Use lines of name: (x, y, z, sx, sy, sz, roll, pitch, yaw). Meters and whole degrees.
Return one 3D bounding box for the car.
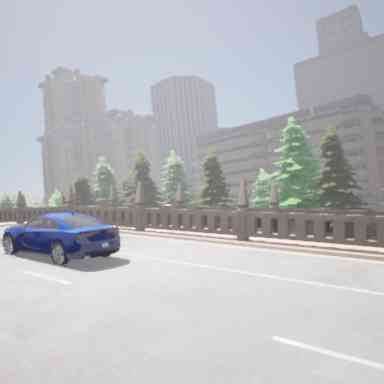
car: (-4.667, 1.471, 11.624, 5.008, 1.535, 1.882, 0, 0, 36)
